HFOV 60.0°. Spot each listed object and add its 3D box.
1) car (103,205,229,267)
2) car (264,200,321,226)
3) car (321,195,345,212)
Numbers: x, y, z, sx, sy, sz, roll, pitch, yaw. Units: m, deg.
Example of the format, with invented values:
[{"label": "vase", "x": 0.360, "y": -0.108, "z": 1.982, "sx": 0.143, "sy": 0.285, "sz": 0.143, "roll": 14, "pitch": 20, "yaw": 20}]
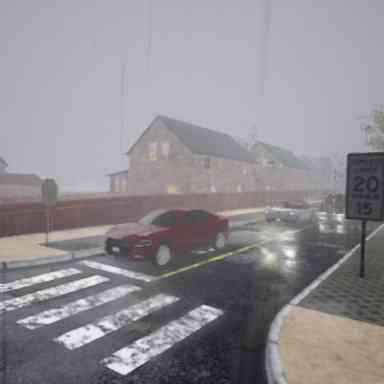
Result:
[{"label": "car", "x": -0.600, "y": 1.240, "z": 10.938, "sx": 1.882, "sy": 1.535, "sz": 5.008, "roll": 3, "pitch": 2, "yaw": 35}, {"label": "car", "x": 6.110, "y": 1.211, "z": 20.438, "sx": 1.895, "sy": 1.301, "sz": 4.718, "roll": 3, "pitch": 2, "yaw": 35}, {"label": "car", "x": 13.209, "y": 0.976, "z": 30.451, "sx": 1.812, "sy": 1.442, "sz": 4.674, "roll": 3, "pitch": 2, "yaw": 35}]
